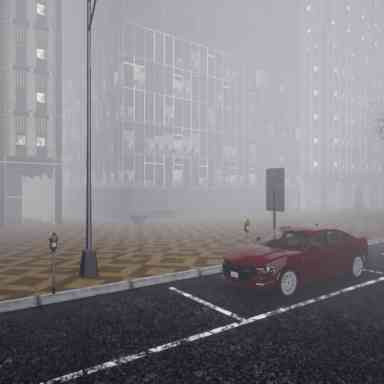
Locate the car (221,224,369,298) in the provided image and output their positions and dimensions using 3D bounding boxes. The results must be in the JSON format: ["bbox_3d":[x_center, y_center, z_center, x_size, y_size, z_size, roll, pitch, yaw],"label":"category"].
[{"bbox_3d":[2.748,1.545,8.527,4.507,1.381,1.887,0,0,-36],"label":"car"}]
